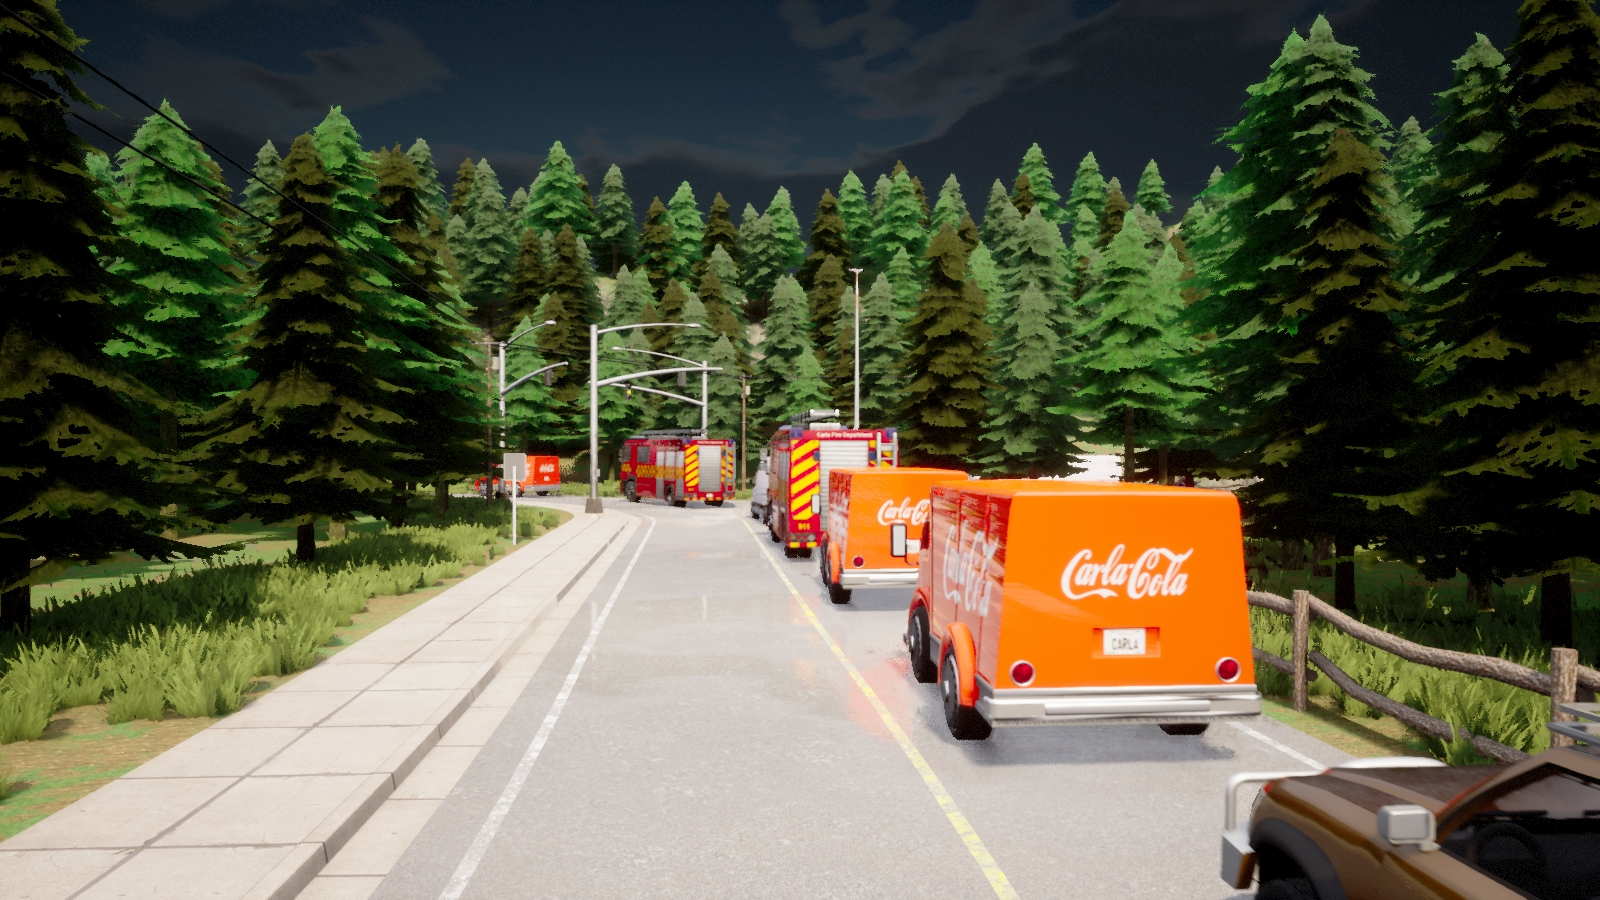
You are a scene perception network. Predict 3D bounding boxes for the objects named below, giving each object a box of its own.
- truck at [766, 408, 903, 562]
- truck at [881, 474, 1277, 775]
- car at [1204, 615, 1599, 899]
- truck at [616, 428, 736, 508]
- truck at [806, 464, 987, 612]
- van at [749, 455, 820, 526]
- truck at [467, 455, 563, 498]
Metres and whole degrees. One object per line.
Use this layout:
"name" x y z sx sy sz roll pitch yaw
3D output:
"truck" 0.736 0.864 32.579 2.891 3.827 8.468 0 0 -5
"truck" 2.587 1.531 12.367 2.627 2.467 5.204 0 0 -5
"car" 3.282 1.828 3.894 1.932 1.855 4.605 0 0 -4
"truck" -6.583 0.873 59.146 2.891 3.827 8.468 0 0 -31
"truck" 1.680 1.537 22.229 2.627 2.467 5.204 0 0 -5
"van" -0.703 1.507 45.075 1.988 2.561 5.915 0 0 -9
"truck" -17.105 1.539 68.504 5.204 2.467 2.627 0 0 29
